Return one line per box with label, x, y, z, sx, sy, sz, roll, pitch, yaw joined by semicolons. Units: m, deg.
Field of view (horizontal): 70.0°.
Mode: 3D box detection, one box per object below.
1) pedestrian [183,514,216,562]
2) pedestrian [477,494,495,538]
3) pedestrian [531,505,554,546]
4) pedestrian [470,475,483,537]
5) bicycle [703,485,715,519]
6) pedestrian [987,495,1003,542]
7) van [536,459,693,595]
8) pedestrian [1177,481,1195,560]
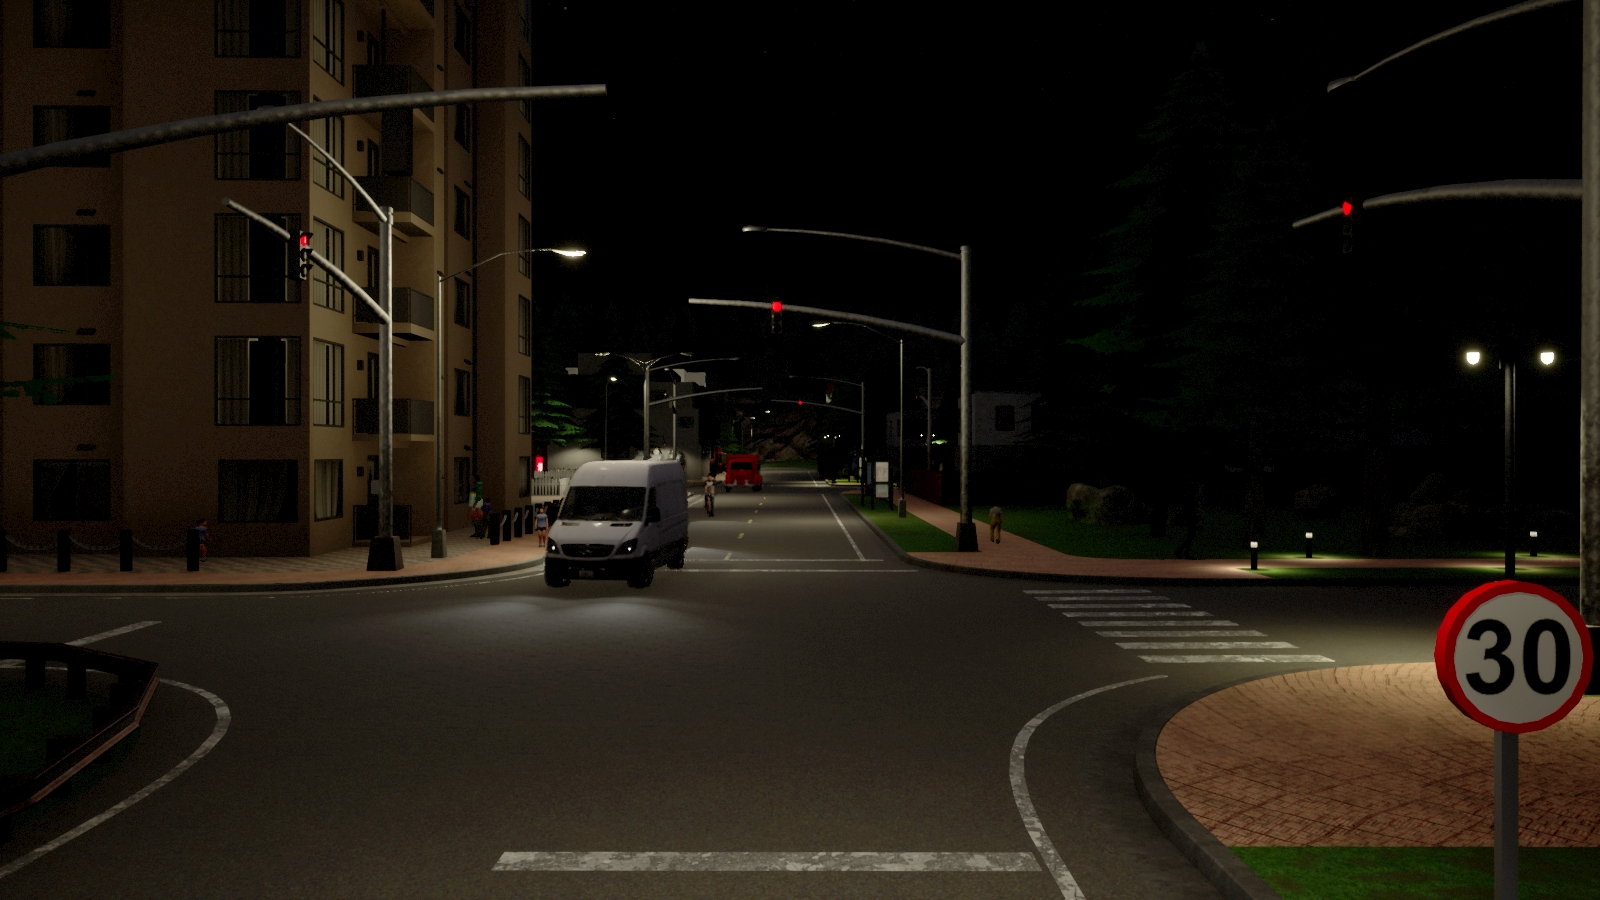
pedestrian;-14.089;2.057;26.815;0.500;1.100;0.500;0;0;4
pedestrian;-9.345;1.956;34.010;0.375;1.300;0.375;0;0;17
pedestrian;-7.015;2.056;31.122;0.500;1.100;0.500;0;0;-1
pedestrian;-9.753;1.677;34.420;0.375;1.860;0.375;0;0;-18
bicycle;-3.719;2.127;46.881;0.373;1.314;1.643;0;0;0
pedestrian;5.574;1.956;32.619;0.375;1.300;0.375;0;0;-1
van;-3.893;1.514;25.136;1.988;2.561;5.915;0;0;5
pedestrian;9.151;1.665;27.099;0.375;1.860;0.375;0;0;13
